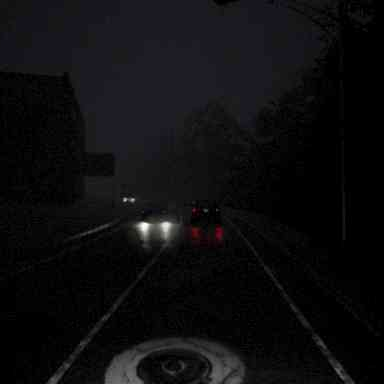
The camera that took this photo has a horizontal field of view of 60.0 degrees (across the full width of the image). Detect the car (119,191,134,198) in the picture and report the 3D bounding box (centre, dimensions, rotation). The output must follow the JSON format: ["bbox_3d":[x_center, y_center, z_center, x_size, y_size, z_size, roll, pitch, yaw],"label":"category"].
[{"bbox_3d":[-13.159,0.398,66.548,1.895,1.301,4.718,1,2,-26],"label":"car"}]

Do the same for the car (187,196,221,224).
[{"bbox_3d":[0.905,1.269,24.468,2.097,1.767,4.553,0,0,-1],"label":"car"}]

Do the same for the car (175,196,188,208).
[{"bbox_3d":[-0.974,1.250,42.653,2.033,1.411,5.357,1,1,-11],"label":"car"}]

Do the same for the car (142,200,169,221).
[{"bbox_3d":[-2.856,1.359,26.553,1.882,1.535,5.008,0,1,-2],"label":"car"}]
